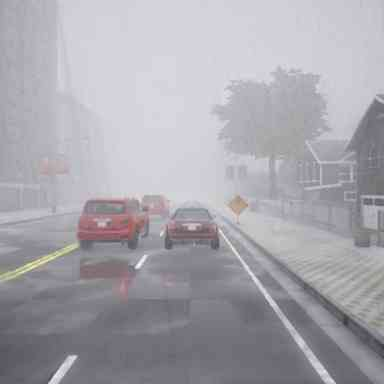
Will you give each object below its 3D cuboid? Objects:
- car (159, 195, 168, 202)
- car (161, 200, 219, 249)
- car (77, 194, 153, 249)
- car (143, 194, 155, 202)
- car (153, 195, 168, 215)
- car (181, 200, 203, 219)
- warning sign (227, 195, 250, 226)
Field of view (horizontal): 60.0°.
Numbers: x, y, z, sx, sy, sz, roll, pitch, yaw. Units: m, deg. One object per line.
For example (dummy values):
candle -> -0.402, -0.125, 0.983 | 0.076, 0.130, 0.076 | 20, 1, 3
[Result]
car -> -6.500, 1.483, 75.930 | 1.812, 1.442, 4.674 | 0, 0, 0
car -> 0.000, 1.367, 14.620 | 2.097, 1.767, 4.553 | 0, 0, 0
car -> -3.250, 1.259, 14.680 | 2.150, 2.045, 5.566 | 0, 0, 0
car -> -9.750, 1.314, 75.960 | 2.097, 1.767, 4.553 | 0, 0, 0
car -> -3.250, 1.259, 29.680 | 2.150, 2.045, 5.566 | 0, 0, 0
car -> 0.000, 1.535, 29.651 | 1.812, 1.442, 4.674 | 0, 0, 0
warning sign -> 2.854, 1.115, 20.623 | 1.300, 1.860, 1.060 | 0, 0, 0
